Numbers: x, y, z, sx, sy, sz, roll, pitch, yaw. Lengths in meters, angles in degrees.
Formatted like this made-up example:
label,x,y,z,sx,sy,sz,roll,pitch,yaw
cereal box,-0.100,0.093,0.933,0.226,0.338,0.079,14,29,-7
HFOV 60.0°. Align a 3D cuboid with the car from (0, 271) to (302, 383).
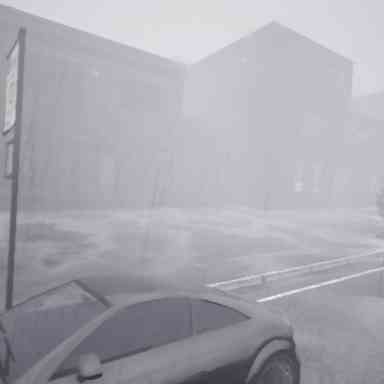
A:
label,x,y,z,sx,sy,sz,roll,pitch,yaw
car,-0.873,1.570,3.181,4.181,1.385,1.994,0,0,-36
